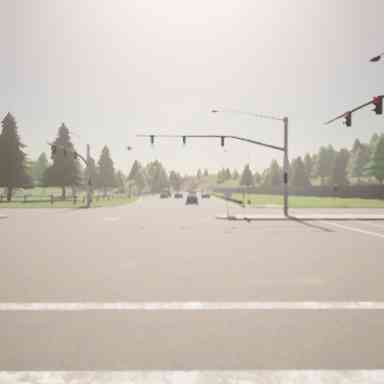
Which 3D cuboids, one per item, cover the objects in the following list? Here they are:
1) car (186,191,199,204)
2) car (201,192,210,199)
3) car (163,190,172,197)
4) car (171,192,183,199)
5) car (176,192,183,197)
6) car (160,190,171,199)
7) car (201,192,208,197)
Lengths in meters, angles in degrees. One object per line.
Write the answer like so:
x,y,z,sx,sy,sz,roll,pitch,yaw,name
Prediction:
0.012,1.087,52.654,1.882,1.535,5.008,0,0,0,car
3.519,0.896,83.261,2.128,1.511,4.902,0,0,0,car
-6.978,0.439,93.710,2.150,2.045,5.566,0,0,0,car
-3.481,0.871,83.262,1.837,1.490,4.892,0,0,0,car
-3.478,0.766,93.681,1.994,1.385,4.181,0,0,0,car
-6.981,0.871,83.263,1.837,1.490,4.892,0,0,0,car
3.522,0.738,93.679,1.812,1.442,4.674,0,0,0,car
